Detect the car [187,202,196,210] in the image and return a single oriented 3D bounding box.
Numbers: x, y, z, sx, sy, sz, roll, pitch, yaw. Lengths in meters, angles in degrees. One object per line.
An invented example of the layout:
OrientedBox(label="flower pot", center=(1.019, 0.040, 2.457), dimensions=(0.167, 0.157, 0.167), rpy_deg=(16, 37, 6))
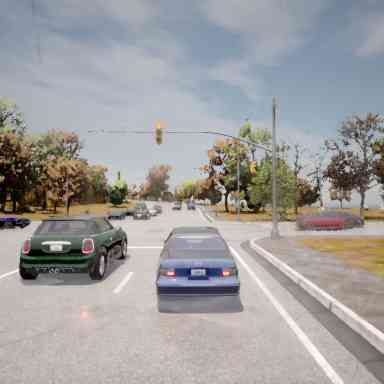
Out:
OrientedBox(label="car", center=(-0.135, 3.474, 77.803), dimensions=(1.812, 1.442, 4.674), rpy_deg=(0, 0, 0))

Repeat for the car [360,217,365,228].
OrientedBox(label="car", center=(13.023, 2.453, 29.657), dimensions=(4.181, 1.385, 1.994), rpy_deg=(0, -3, -2))

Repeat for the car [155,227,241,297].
OrientedBox(label="car", center=(0.077, 1.647, 8.925), dimensions=(2.033, 1.411, 5.357), rpy_deg=(0, -1, -1))

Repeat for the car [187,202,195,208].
OrientedBox(label="car", center=(-0.248, 3.314, 87.985), dimensions=(1.994, 1.385, 4.181), rpy_deg=(0, 0, -3))

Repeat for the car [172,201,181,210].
OrientedBox(label="car", center=(-3.636, 3.546, 77.862), dimensions=(1.895, 1.301, 4.718), rpy_deg=(0, 0, 0))

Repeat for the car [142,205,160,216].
OrientedBox(label="car", center=(-7.180, 3.438, 57.720), dimensions=(1.812, 1.442, 4.674), rpy_deg=(0, -1, 0))

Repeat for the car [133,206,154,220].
OrientedBox(label="car", center=(-7.173, 3.163, 47.829), dimensions=(2.128, 1.511, 4.902), rpy_deg=(0, -2, 1))

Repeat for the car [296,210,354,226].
OrientedBox(label="car", center=(13.190, 2.528, 33.151), dimensions=(5.008, 1.535, 1.882), rpy_deg=(0, -3, -1))

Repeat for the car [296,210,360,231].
OrientedBox(label="car", center=(10.296, 2.280, 25.911), dimensions=(4.181, 1.385, 1.994), rpy_deg=(0, -3, -1))

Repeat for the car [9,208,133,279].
OrientedBox(label="car", center=(-3.434, 1.487, 10.543), dimensions=(2.097, 1.767, 4.553), rpy_deg=(0, -1, 0))

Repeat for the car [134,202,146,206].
OrientedBox(label="car", center=(-10.620, 3.211, 68.270), dimensions=(2.150, 2.045, 5.566), rpy_deg=(0, 0, 0))

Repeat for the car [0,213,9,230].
OrientedBox(label="car", center=(-15.736, 2.377, 27.149), dimensions=(4.718, 1.301, 1.895), rpy_deg=(0, -3, 8))

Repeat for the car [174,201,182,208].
OrientedBox(label="car", center=(-3.747, 3.257, 87.894), dimensions=(1.837, 1.490, 4.892), rpy_deg=(0, 0, -3))

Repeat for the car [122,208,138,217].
OrientedBox(label="car", center=(-10.683, 3.510, 57.512), dimensions=(1.895, 1.301, 4.718), rpy_deg=(0, -1, 0))

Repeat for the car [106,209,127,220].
OrientedBox(label="car", center=(-10.715, 3.213, 47.636), dimensions=(2.033, 1.411, 5.357), rpy_deg=(0, -2, -3))

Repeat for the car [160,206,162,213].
OrientedBox(label="car", center=(-7.131, 3.495, 68.010), dimensions=(1.837, 1.490, 4.892), rpy_deg=(0, 0, 0))
